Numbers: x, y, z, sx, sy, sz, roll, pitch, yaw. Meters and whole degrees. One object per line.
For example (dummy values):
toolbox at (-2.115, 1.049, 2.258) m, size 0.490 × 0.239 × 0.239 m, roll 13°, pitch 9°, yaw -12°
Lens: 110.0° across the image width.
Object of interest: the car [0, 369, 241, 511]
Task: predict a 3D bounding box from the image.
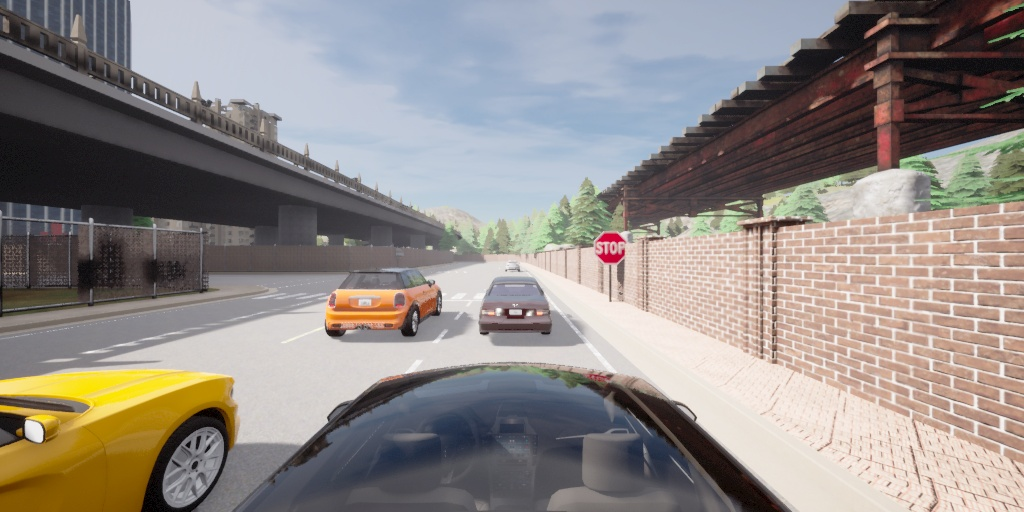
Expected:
car at (-3.398, 1.228, 1.205) m, size 1.882 × 1.535 × 5.008 m, roll 0°, pitch 0°, yaw 0°

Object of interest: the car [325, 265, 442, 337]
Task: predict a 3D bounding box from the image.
car at (-3.423, 1.102, 10.463) m, size 2.097 × 1.767 × 4.553 m, roll 0°, pitch 0°, yaw 0°

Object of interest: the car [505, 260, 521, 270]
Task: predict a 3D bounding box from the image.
car at (0.067, 1.276, 46.348) m, size 1.812 × 1.442 × 4.674 m, roll 0°, pitch 0°, yaw -1°

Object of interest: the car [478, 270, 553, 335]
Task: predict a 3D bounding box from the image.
car at (0.078, 1.297, 10.485) m, size 2.033 × 1.411 × 5.357 m, roll 0°, pitch 0°, yaw 0°
